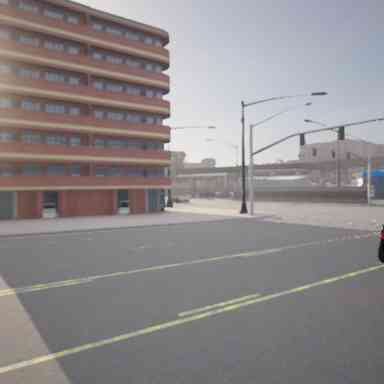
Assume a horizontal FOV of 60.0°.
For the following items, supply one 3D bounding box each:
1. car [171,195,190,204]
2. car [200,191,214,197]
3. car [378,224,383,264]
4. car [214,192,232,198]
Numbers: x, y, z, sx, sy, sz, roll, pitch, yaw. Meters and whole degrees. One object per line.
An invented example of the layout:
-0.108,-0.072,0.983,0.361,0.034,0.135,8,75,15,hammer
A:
-2.293,1.238,56.029,1.812,1.442,4.674,-1,1,-36,car
4.214,0.536,87.210,4.611,1.667,2.242,-1,1,-35,car
7.248,1.184,8.973,5.566,2.045,2.150,0,0,-35,car
8.191,0.689,82.994,3.806,1.475,1.970,-1,1,-35,car
